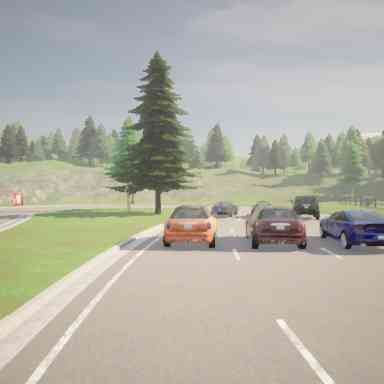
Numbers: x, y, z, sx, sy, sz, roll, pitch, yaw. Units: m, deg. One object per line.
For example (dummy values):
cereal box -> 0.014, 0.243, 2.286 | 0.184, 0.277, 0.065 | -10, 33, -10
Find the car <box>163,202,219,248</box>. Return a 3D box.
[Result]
car -> 0.045, 1.366, 14.990 | 2.097, 1.767, 4.553 | 0, 0, 5

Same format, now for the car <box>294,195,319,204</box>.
car -> 9.791, 1.258, 28.789 | 2.150, 2.045, 5.566 | 0, 0, 17

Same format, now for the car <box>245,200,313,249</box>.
car -> 3.532, 1.366, 14.684 | 2.097, 1.767, 4.553 | 0, 0, 5

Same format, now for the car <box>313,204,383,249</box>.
car -> 7.021, 1.485, 14.407 | 1.882, 1.535, 5.008 | 0, 0, 5

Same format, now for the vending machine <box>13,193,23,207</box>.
vending machine -> -25.980, 1.194, 49.706 | 1.100, 2.100, 0.880 | 0, 0, 33

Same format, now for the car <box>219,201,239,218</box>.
car -> 3.079, 1.563, 30.778 | 2.033, 1.411, 5.357 | 0, 0, 17

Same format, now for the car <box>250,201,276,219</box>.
car -> 6.431, 1.572, 29.769 | 1.994, 1.385, 4.181 | 0, 0, 17
